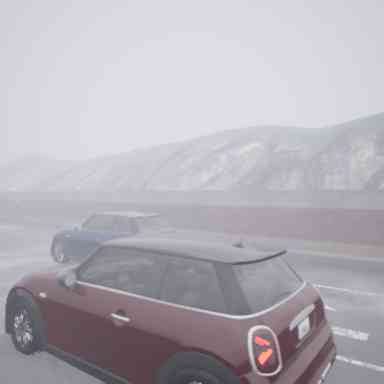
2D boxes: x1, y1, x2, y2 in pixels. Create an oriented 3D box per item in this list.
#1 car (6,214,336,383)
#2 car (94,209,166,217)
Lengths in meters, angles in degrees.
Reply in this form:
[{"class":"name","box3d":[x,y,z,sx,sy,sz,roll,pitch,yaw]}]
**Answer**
[{"class":"car","box3d":[-0.596,1.369,4.573,4.553,1.767,2.097,0,0,36]},{"class":"car","box3d":[-2.459,1.385,10.444,4.553,1.767,2.097,0,0,38]}]
